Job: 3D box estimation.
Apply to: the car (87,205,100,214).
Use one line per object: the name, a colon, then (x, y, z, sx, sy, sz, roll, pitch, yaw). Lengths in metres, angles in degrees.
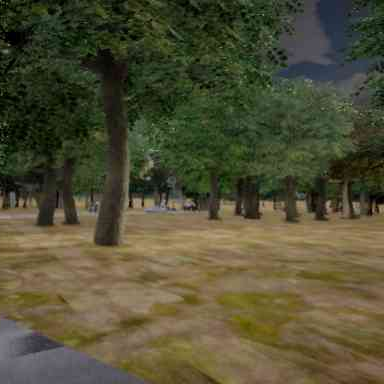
car: (-15.241, 2.861, 55.887, 1.882, 1.535, 5.008, -1, -2, 33)

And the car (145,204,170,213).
car: (-6.749, 3.311, 63.238, 1.895, 1.301, 4.718, -1, -3, 34)

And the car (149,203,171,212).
car: (-6.613, 3.279, 68.965, 2.097, 1.767, 4.553, -1, -3, 33)

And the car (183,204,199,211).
car: (-0.194, 3.497, 73.311, 1.837, 1.490, 4.892, -1, -3, 33)
